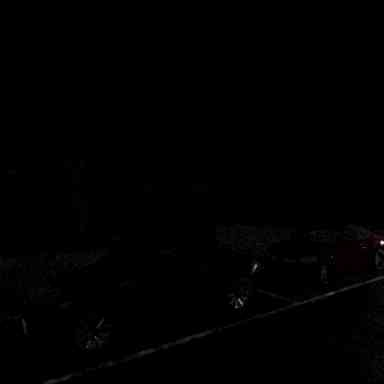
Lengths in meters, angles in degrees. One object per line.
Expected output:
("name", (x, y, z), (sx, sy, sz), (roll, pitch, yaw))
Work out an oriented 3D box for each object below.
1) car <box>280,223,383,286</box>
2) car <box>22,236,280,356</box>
("car", (3.830, 1.550, 9.267), (4.206, 1.307, 1.802), (0, 0, -35))
("car", (-0.649, 1.555, 6.073), (4.313, 1.339, 1.947), (0, 0, -35))
